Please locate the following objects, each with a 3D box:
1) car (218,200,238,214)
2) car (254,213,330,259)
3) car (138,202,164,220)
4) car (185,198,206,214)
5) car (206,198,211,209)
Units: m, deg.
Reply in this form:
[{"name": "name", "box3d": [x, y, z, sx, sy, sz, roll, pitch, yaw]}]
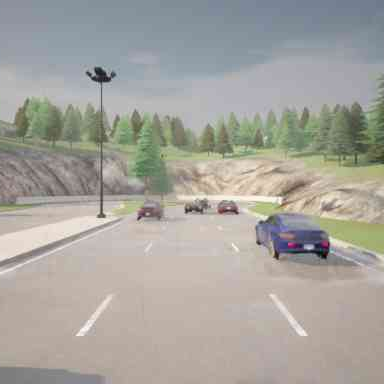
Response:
[{"name": "car", "box3d": [3.750, 1.563, 35.243, 1.994, 1.385, 4.181, 0, 0, 2]}, {"name": "car", "box3d": [3.599, 1.526, 12.531, 1.812, 1.442, 4.674, 0, 0, 0]}, {"name": "car", "box3d": [-3.392, 1.526, 27.874, 1.812, 1.442, 4.674, 0, 0, 0]}, {"name": "car", "box3d": [0.260, 1.601, 35.288, 1.895, 1.301, 4.718, 0, 0, 2]}, {"name": "car", "box3d": [1.383, 1.492, 44.499, 2.128, 1.511, 4.902, 0, 0, 12]}]
